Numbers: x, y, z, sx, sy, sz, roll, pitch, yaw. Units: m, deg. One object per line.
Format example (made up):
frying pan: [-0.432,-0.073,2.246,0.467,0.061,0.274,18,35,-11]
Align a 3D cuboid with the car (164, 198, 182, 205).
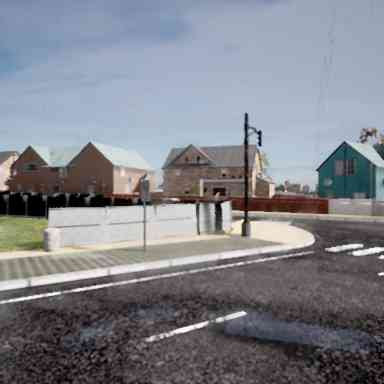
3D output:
car: [-1.347,1.213,25.101,4.674,1.442,1.812,1,0,21]
